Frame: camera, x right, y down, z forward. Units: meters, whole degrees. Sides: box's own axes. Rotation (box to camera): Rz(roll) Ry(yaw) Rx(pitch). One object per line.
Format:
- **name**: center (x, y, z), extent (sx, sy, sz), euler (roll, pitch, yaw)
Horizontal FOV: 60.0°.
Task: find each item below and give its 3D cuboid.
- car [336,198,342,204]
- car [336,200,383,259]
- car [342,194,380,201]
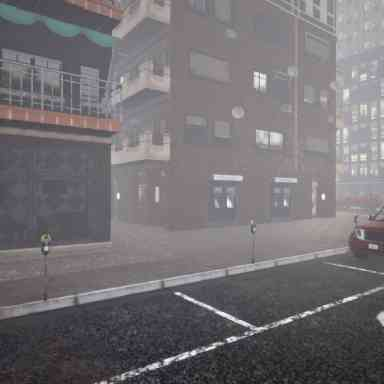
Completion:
- **car**: center (12.706, 1.333, 34.186), extent (1.802, 1.307, 4.206), euler (1, 0, -36)
- **car**: center (7.472, 1.318, 11.407), extent (5.009, 1.841, 2.192), euler (0, 0, -35)
- **car**: center (19.319, 1.112, 38.940), extent (2.192, 1.841, 5.009), euler (1, 0, -36)
